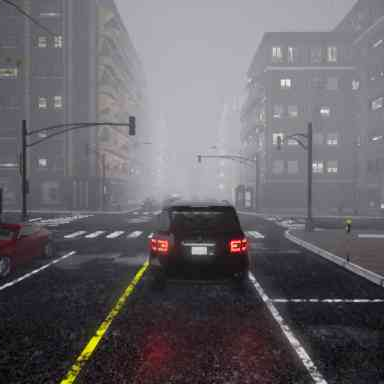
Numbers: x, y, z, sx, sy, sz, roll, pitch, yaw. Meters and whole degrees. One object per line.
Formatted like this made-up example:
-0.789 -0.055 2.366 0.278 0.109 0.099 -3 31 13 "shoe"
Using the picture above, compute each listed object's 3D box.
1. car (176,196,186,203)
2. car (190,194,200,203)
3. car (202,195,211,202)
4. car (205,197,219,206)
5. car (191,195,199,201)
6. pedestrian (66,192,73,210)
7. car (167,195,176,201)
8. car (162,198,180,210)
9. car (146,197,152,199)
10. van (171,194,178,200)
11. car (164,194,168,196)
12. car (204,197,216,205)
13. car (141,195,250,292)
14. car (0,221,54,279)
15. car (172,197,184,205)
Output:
-2.356 1.522 71.874 1.812 1.442 4.674 0 0 1 "car"
0.670 1.354 72.899 2.097 1.767 4.553 0 0 1 "car"
3.369 1.439 76.148 1.967 1.590 4.097 0 0 1 "car"
3.164 1.549 53.594 2.008 1.369 4.403 0 0 1 "car"
0.744 1.477 82.676 1.882 1.535 5.008 0 0 1 "car"
-12.421 0.902 33.456 0.375 1.860 0.375 0 -1 0 "pedestrian"
-4.961 1.525 81.698 1.752 1.417 4.829 0 0 1 "car"
-2.703 1.562 43.028 1.994 1.385 4.181 0 0 1 "car"
-5.319 1.438 42.399 1.967 1.590 4.097 0 0 1 "car"
-4.856 1.340 93.145 1.690 1.788 3.998 0 0 1 "van"
-5.063 1.314 70.591 2.192 1.841 5.009 0 0 1 "car"
3.215 1.543 59.232 1.887 1.381 4.507 0 0 1 "car"
0.165 1.221 9.075 2.150 2.045 5.566 0 0 1 "car"
-5.614 1.581 9.989 1.802 1.307 4.206 0 0 1 "car"
-2.512 1.563 61.569 1.994 1.385 4.181 0 0 1 "car"
